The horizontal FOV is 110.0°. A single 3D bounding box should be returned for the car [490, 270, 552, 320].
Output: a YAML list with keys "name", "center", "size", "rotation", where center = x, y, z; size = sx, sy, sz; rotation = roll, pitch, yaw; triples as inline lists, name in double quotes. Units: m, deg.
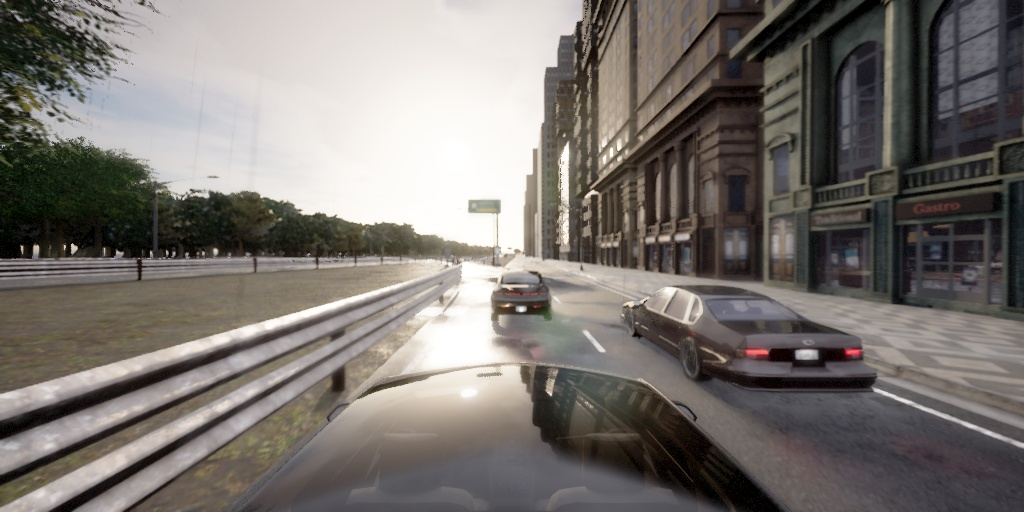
- name: "car"
  center: [0.301, 1.211, 12.364]
  size: [1.837, 1.490, 4.892]
  rotation: [0, 0, 1]

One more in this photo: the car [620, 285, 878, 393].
- name: "car"
  center: [3.713, 1.267, 6.977]
  size: [2.033, 1.411, 5.357]
  rotation: [0, 0, 1]
